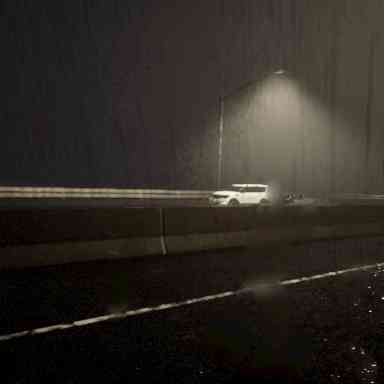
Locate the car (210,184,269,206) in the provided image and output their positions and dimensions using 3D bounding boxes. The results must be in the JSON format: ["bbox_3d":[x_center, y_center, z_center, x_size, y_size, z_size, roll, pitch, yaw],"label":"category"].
[{"bbox_3d":[4.133,0.372,27.489,5.566,2.045,2.150,1,2,-32],"label":"car"}]

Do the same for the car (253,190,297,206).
[{"bbox_3d":[7.375,0.861,25.418,4.892,1.490,1.837,1,2,-32],"label":"car"}]

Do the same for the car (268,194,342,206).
[{"bbox_3d":[7.742,1.058,21.521,5.357,1.411,2.033,1,2,-32],"label":"car"}]
